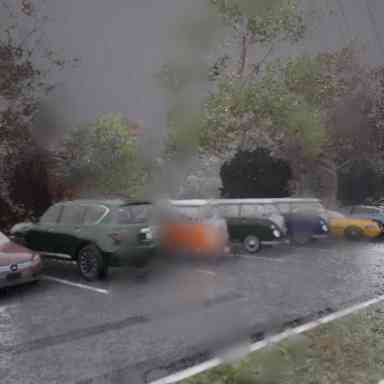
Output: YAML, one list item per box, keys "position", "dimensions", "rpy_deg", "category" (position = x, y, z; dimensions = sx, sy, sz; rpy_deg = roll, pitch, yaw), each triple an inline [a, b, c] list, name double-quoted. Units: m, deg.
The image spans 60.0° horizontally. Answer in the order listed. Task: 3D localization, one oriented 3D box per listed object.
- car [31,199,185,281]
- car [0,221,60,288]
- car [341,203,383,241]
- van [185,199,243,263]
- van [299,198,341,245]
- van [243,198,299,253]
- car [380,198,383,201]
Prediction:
- position: [-3.271, 1.251, 10.088]
  dimensions: [5.566, 2.045, 2.435]
  rpy_deg: [-1, 0, 34]
  category: "car"
- position: [-5.665, 1.544, 8.343]
  dimensions: [4.674, 1.452, 2.002]
  rpy_deg: [-1, -1, 34]
  category: "car"
- position: [6.595, 1.487, 16.897]
  dimensions: [5.366, 1.575, 1.946]
  rpy_deg: [-1, -1, 34]
  category: "car"
- position: [-0.726, 1.272, 11.741]
  dimensions: [4.442, 1.987, 1.878]
  rpy_deg: [-1, -1, 34]
  category: "van"
- position: [4.115, 1.268, 15.209]
  dimensions: [4.442, 1.987, 1.878]
  rpy_deg: [-1, -1, 34]
  category: "van"
- position: [1.694, 1.270, 13.475]
  dimensions: [4.442, 1.987, 1.878]
  rpy_deg: [-1, -1, 34]
  category: "van"
- position: [13.669, 1.235, 22.215]
  dimensions: [5.566, 2.045, 2.435]
  rpy_deg: [-1, 0, 34]
  category: "car"
